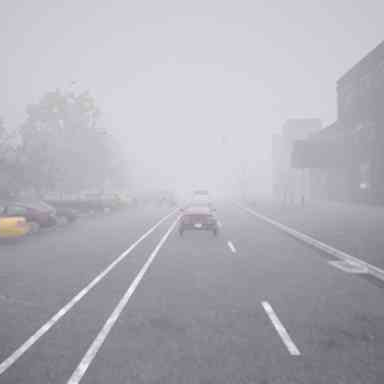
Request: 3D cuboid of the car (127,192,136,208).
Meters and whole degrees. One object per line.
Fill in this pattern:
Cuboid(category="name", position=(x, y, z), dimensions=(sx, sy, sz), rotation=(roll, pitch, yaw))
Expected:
Cuboid(category="car", position=(-8.640, 1.048, 34.142), dimensions=(5.008, 1.535, 2.097), rotation=(-1, 1, -17))

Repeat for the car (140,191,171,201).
Cuboid(category="car", position=(-6.722, 0.733, 60.874), dimensions=(5.366, 1.575, 1.946), rotation=(-1, 0, -15))

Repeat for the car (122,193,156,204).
Cuboid(category="car", position=(-7.799, 0.908, 48.978), dimensions=(4.674, 1.452, 2.002), rotation=(-1, 0, -16))

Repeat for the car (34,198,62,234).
Cuboid(category="car", position=(-9.268, 1.292, 16.328), dimensions=(5.008, 1.535, 2.097), rotation=(-1, 1, -19))

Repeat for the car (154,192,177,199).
Cuboid(category="car", position=(-5.813, 0.664, 72.615), dimensions=(4.674, 1.452, 2.002), rotation=(-1, 1, -14))

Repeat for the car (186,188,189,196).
Cuboid(category="car", position=(-3.812, 0.288, 90.335), dimensions=(4.553, 1.767, 2.185), rotation=(-1, 1, -13))

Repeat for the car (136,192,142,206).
Cuboid(category="car", position=(-8.470, 1.039, 37.121), dimensions=(4.792, 1.488, 2.163), rotation=(-1, 0, -17))

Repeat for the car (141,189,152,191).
Cuboid(category="car", position=(-7.960, 0.776, 46.013), dimensions=(4.553, 1.767, 2.185), rotation=(-1, 1, -17))

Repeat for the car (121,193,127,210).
Cuboid(category="car", position=(-8.750, 0.961, 31.178), dimensions=(4.553, 1.767, 2.185), rotation=(-1, 1, -18))

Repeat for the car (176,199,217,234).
Cuboid(category="car", position=(0.335, 1.314, 17.395), dimensions=(1.812, 1.442, 4.674), rotation=(0, 1, 1))

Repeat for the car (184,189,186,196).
Cuboid(category="car", position=(-4.549, 0.530, 84.433), dimensions=(4.674, 1.452, 2.002), rotation=(-1, 0, -14))

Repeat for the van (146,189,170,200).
Cuboid(category="van", position=(-6.539, 0.482, 63.815), dimensions=(4.442, 1.987, 1.878), rotation=(-1, 0, -15))

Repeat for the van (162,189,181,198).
Cuboid(category="van", position=(-5.001, 0.302, 81.444), dimensions=(4.442, 1.987, 1.878), rotation=(-1, 1, -14))

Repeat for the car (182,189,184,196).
Cuboid(category="car", position=(-5.203, 0.560, 78.524), dimensions=(5.008, 1.535, 2.097), rotation=(-1, 1, -14))

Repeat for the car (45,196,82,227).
Cuboid(category="car", position=(-9.209, 1.251, 19.305), dimensions=(5.008, 1.535, 2.097), rotation=(-1, 1, -19))

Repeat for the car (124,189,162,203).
Cuboid(category="car", position=(-7.621, 0.584, 51.924), dimensions=(5.566, 2.045, 2.435), rotation=(-1, 1, -16))

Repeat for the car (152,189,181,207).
Cuboid(category="car", position=(-3.036, 0.689, 41.069), dimensions=(2.150, 2.045, 5.566), rotation=(0, 1, 3))

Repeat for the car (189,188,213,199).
Cuboid(category="car", position=(1.130, 0.730, 37.692), dimensions=(2.150, 2.045, 5.566), rotation=(0, 1, 3))

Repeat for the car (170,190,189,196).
Cuboid(category="car", position=(-3.476, 0.375, 93.281), dimensions=(4.892, 1.521, 2.231), rotation=(-1, 0, -13))

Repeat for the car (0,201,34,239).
Cuboid(category="car", position=(-9.515, 1.335, 13.298), dimensions=(5.366, 1.575, 1.946), rotation=(-1, 1, -19))

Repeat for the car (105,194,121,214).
Cuboid(category="car", position=(-8.912, 1.127, 28.212), dimensions=(5.008, 1.535, 2.097), rotation=(-1, 1, -18))

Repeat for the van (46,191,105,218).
Cuboid(category="van", position=(-9.128, 0.944, 25.194), dimensions=(4.442, 1.987, 1.878), rotation=(-1, 1, -18))

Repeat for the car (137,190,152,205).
Cuboid(category="car", position=(-8.181, 0.938, 43.049), dimensions=(4.892, 1.521, 2.231), rotation=(-1, 0, -17))
